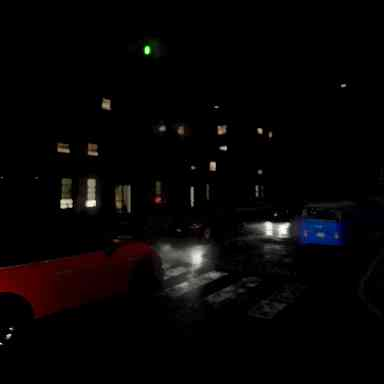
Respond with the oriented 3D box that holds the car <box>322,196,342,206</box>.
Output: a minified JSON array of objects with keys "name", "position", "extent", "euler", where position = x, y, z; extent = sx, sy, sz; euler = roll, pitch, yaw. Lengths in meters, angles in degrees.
[{"name":"car","position":[21.027,1.296,49.979],"extent":[1.887,1.381,4.507],"euler":[0,0,35]}]

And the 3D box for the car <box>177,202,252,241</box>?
[{"name":"car","position":[0.896,1.416,16.745],"extent":[1.882,1.535,5.008],"euler":[0,0,36]}]

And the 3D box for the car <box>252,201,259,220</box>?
[{"name":"car","position":[5.085,1.401,27.230],"extent":[1.752,1.417,4.829],"euler":[0,0,35]}]

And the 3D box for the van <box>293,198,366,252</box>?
[{"name":"van","position":[5.696,1.297,13.501],"extent":[1.690,1.788,3.998],"euler":[0,0,35]}]

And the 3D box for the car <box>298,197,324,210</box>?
[{"name":"car","position":[14.689,1.344,40.936],"extent":[1.887,1.381,4.507],"euler":[0,0,35]}]

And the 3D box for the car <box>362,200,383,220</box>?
[{"name":"car","position":[15.203,1.419,27.067],"extent":[1.887,1.381,4.507],"euler":[0,0,35]}]

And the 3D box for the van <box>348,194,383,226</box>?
[{"name":"van","position":[12.034,1.242,22.545],"extent":[1.690,1.788,3.998],"euler":[0,0,35]}]

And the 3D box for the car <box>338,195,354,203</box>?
[{"name":"car","position":[27.365,1.252,59.022],"extent":[1.887,1.381,4.507],"euler":[0,0,35]}]

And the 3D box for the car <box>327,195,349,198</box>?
[{"name":"car","position":[18.593,1.300,41.877],"extent":[1.837,1.490,4.892],"euler":[0,0,36]}]

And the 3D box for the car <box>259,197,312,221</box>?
[{"name":"car","position":[7.458,1.373,26.099],"extent":[2.128,1.511,4.902],"euler":[0,0,35]}]

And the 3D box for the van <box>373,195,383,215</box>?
[{"name":"van","position":[18.372,1.190,31.589],"extent":[1.690,1.788,3.998],"euler":[0,0,35]}]

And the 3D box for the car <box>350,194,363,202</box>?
[{"name":"car","position":[33.605,1.192,67.927],"extent":[1.752,1.417,4.829],"euler":[0,0,35]}]

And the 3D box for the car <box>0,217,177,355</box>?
[{"name":"car","position":[-2.571,1.354,6.389],"extent":[2.097,1.767,4.553],"euler":[0,0,35]}]
